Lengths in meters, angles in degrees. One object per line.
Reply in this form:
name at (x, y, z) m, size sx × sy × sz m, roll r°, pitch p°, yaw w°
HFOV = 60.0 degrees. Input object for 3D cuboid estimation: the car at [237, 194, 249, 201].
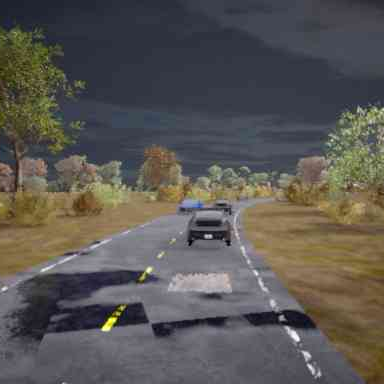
car at (11.387, 1.250, 74.325) m, size 2.033 × 1.411 × 5.357 m, roll 0°, pitch 0°, yaw 21°

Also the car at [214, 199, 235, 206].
car at (3.142, 1.456, 33.411) m, size 1.837 × 1.490 × 4.892 m, roll 0°, pitch 0°, yaw 9°

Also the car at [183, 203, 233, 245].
car at (0.845, 1.493, 15.506) m, size 1.837 × 1.490 × 4.892 m, roll 0°, pitch 0°, yaw 5°

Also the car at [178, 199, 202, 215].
car at (-0.074, 1.427, 33.578) m, size 1.882 × 1.535 × 5.008 m, roll 0°, pitch 0°, yaw 10°
